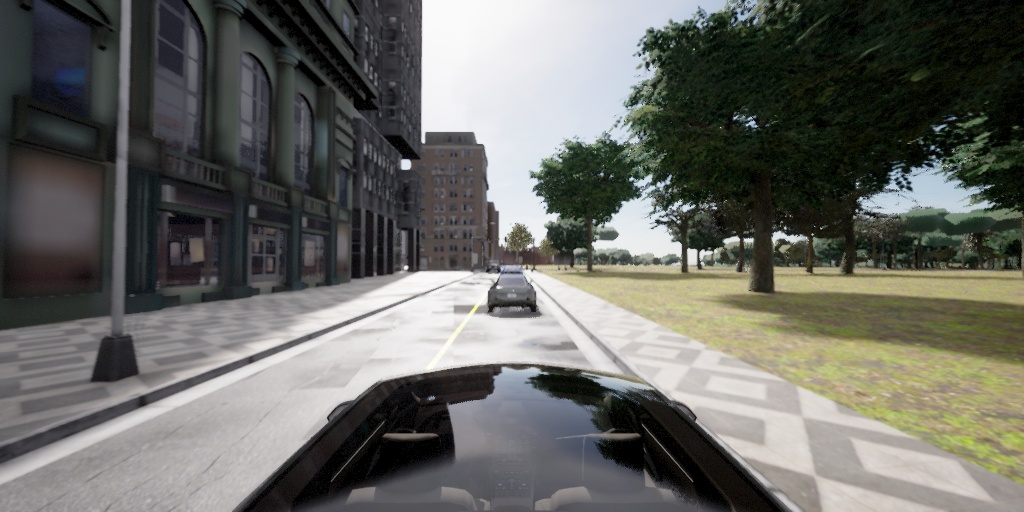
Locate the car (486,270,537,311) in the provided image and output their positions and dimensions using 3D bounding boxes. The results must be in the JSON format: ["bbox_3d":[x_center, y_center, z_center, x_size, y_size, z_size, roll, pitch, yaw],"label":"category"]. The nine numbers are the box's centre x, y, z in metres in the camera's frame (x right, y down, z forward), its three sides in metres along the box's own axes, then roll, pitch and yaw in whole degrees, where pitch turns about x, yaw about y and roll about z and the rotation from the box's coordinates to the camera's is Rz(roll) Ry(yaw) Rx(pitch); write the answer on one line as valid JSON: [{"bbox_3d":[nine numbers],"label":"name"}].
[{"bbox_3d":[0.014,1.467,15.336,1.994,1.385,4.181,0,-1,0],"label":"car"}]

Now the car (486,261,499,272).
[{"bbox_3d":[-3.038,1.752,59.359,2.150,2.045,5.566,0,-1,0],"label":"car"}]

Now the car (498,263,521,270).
[{"bbox_3d":[0.012,1.579,31.090,1.882,1.535,5.008,0,0,1],"label":"car"}]
